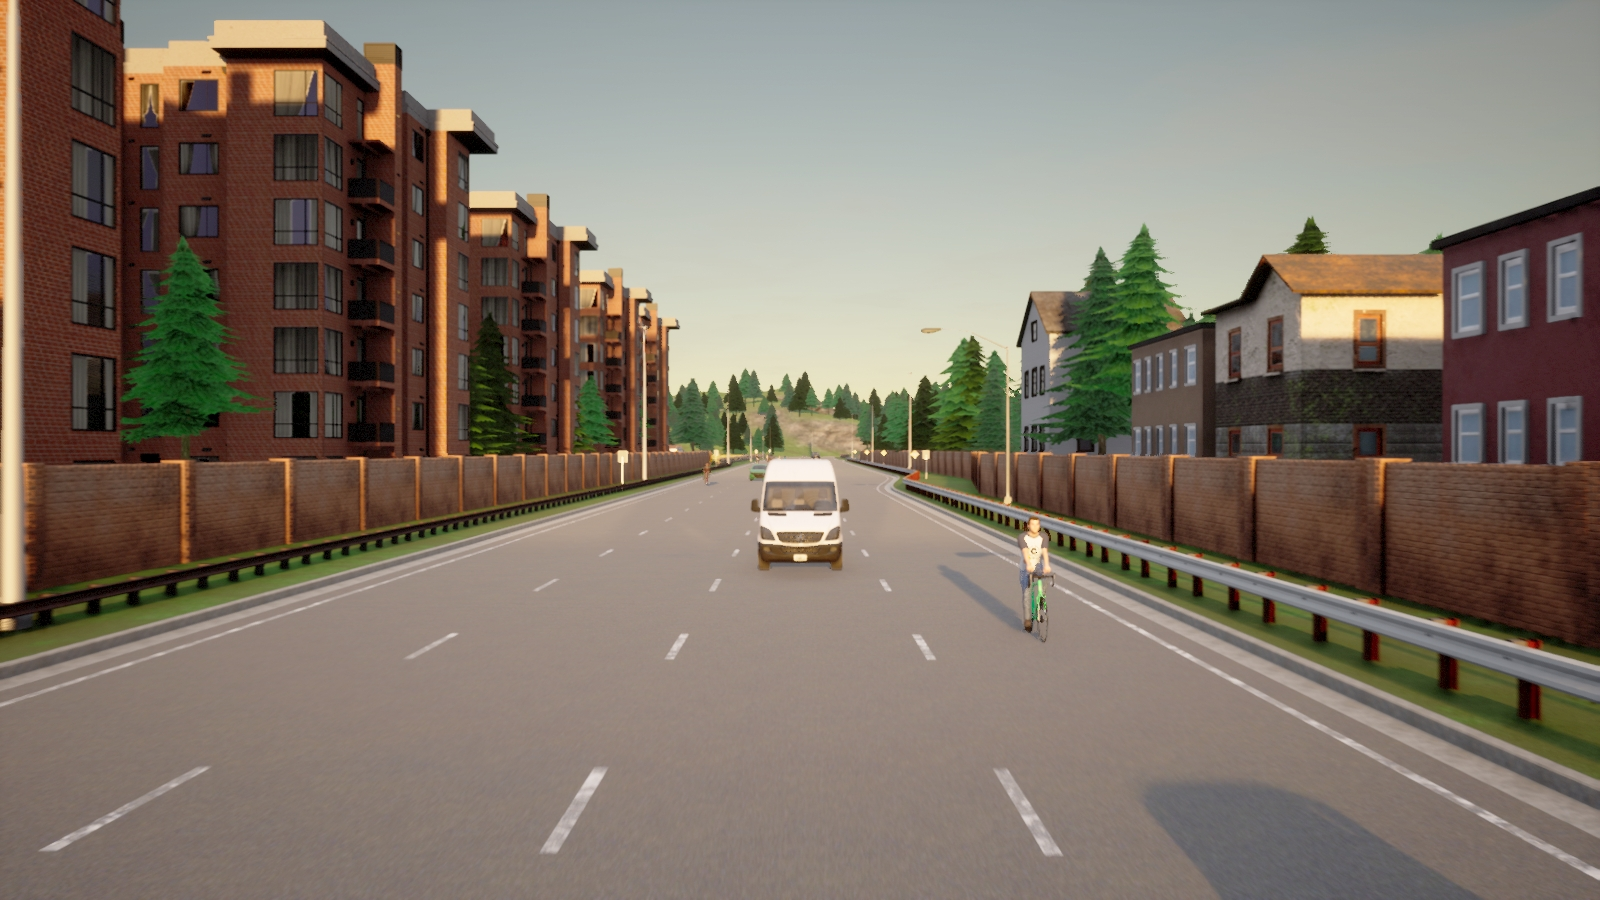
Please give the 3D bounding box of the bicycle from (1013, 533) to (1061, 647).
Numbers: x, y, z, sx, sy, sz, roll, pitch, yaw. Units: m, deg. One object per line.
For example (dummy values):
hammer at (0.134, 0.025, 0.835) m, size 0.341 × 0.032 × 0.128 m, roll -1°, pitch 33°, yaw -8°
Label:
bicycle at (3.504, 2.043, 16.976) m, size 0.373 × 1.496 × 1.643 m, roll 0°, pitch 0°, yaw 0°

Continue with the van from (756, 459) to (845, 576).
van at (0.008, 1.515, 28.346) m, size 1.988 × 2.561 × 5.915 m, roll 0°, pitch 0°, yaw 0°
